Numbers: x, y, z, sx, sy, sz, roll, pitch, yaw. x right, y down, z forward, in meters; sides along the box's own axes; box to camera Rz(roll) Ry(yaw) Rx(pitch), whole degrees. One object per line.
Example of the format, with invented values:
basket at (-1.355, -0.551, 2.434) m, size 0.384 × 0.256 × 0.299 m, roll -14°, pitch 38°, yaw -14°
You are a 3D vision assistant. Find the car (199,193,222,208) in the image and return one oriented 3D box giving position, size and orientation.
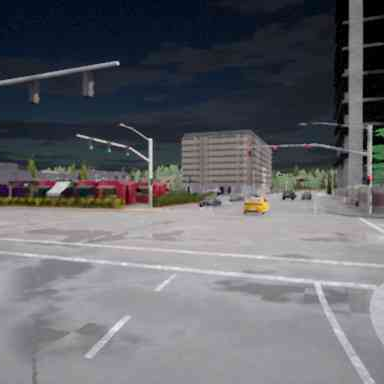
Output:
car at (2.349, 1.222, 41.906) m, size 1.994 × 1.385 × 4.181 m, roll 0°, pitch 1°, yaw 21°

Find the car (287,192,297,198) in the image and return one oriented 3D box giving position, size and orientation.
car at (23.660, 0.737, 78.834) m, size 1.994 × 1.385 × 4.181 m, roll 0°, pitch 0°, yaw 20°

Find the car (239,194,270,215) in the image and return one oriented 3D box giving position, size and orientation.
car at (6.191, 1.243, 31.624) m, size 1.882 × 1.535 × 5.008 m, roll 0°, pitch 1°, yaw 20°

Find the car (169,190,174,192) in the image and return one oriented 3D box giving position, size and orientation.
car at (-5.605, 0.540, 82.718) m, size 4.605 × 1.855 × 1.932 m, roll 0°, pitch 0°, yaw 21°

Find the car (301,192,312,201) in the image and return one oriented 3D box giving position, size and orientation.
car at (23.357, 0.960, 67.987) m, size 2.128 × 1.511 × 4.902 m, roll 0°, pitch 0°, yaw 20°

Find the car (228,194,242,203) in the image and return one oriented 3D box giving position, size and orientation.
car at (7.455, 1.054, 55.571) m, size 1.837 × 1.490 × 4.892 m, roll 0°, pitch 0°, yaw 21°

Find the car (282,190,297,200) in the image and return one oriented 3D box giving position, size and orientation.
car at (19.944, 0.653, 68.849) m, size 2.150 × 2.045 × 5.566 m, roll 0°, pitch 0°, yaw 20°

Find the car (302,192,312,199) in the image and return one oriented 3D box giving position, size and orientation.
car at (26.940, 0.733, 77.613) m, size 2.033 × 1.411 × 5.357 m, roll 0°, pitch 0°, yaw 20°
